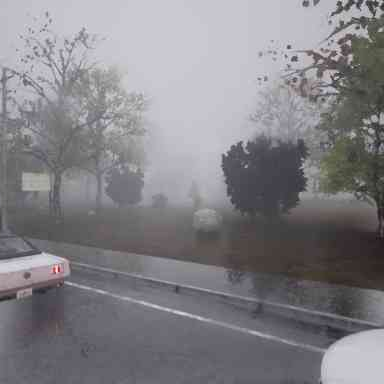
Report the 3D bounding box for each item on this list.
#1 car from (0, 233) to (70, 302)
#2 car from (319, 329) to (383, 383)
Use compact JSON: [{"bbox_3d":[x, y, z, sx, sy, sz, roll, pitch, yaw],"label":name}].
[{"bbox_3d":[-4.933,1.601,7.513,4.718,1.301,1.895,0,0,36],"label":"car"},{"bbox_3d":[3.132,1.526,1.773,4.674,1.442,1.812,0,0,35],"label":"car"}]
